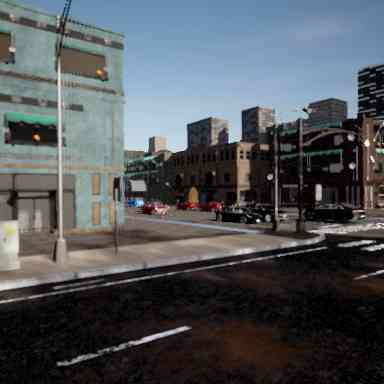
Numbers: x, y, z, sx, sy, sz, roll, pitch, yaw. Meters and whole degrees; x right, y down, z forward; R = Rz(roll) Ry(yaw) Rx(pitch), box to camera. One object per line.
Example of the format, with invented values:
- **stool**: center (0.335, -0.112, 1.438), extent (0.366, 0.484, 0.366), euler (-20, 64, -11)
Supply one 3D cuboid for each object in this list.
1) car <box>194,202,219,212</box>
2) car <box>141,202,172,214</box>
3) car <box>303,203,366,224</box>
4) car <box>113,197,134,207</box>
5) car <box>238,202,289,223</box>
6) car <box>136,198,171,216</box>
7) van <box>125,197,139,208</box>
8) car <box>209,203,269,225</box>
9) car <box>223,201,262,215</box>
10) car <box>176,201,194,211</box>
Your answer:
- **car**: center (2.570, 1.896, 42.943), extent (1.802, 1.307, 4.206), euler (-2, 0, -35)
- **car**: center (-4.654, 2.024, 43.134), extent (1.895, 1.301, 4.718), euler (-1, 0, -35)
- **car**: center (11.103, 1.623, 26.351), extent (2.128, 1.511, 4.902), euler (-1, 0, -34)
- **car**: center (-13.476, 1.933, 65.496), extent (2.192, 1.841, 5.009), euler (-1, 0, -35)
- **car**: center (5.976, 1.717, 28.222), extent (1.837, 1.490, 4.892), euler (-1, 0, -34)
- **car**: center (-4.262, 1.841, 38.084), extent (1.967, 1.590, 4.097), euler (-2, 0, -35)
- **van**: center (-10.267, 1.900, 60.986), extent (1.690, 1.788, 3.998), euler (-1, 0, -35)
- **car**: center (3.685, 1.809, 26.706), extent (1.947, 1.339, 4.313), euler (-2, 0, -35)
- **car**: center (5.777, 1.802, 38.432), extent (2.008, 1.369, 4.403), euler (-2, 0, -35)
- **car**: center (-0.637, 1.959, 47.454), extent (1.802, 1.307, 4.206), euler (-2, 0, -35)
